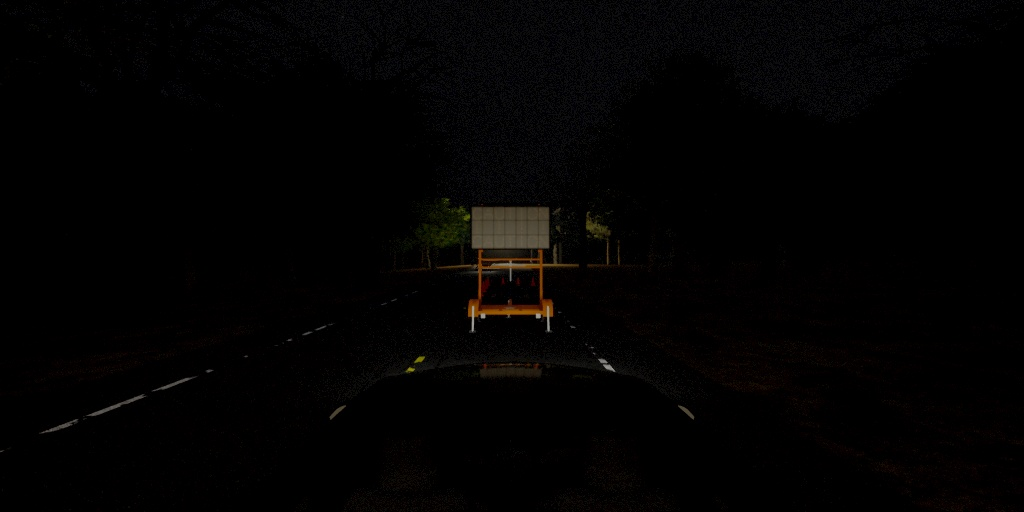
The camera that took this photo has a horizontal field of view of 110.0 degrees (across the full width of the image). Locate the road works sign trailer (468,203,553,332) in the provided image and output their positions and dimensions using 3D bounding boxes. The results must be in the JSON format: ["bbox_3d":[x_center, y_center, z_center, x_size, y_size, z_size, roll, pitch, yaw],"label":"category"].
[{"bbox_3d":[-0.043,0.214,10.838,2.380,3.560,2.880,0,0,0],"label":"road works sign trailer"}]

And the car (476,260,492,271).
[{"bbox_3d":[-3.727,1.203,47.626,1.882,1.535,5.008,0,0,0],"label":"car"}]
